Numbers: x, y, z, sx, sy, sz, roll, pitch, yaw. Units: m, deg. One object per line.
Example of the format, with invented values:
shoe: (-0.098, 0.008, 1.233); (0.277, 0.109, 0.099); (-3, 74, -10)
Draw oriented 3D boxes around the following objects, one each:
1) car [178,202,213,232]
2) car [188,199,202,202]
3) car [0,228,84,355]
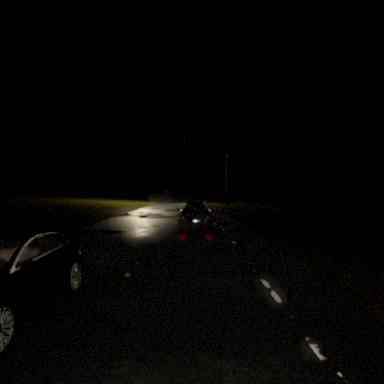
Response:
car: (0.196, 1.494, 19.611); (1.994, 1.385, 4.181); (0, 0, 0)
car: (0.295, 1.471, 37.598); (1.895, 1.301, 4.718); (0, 0, 0)
car: (-3.475, 1.468, 5.989); (2.128, 1.511, 4.902); (0, 0, 0)
